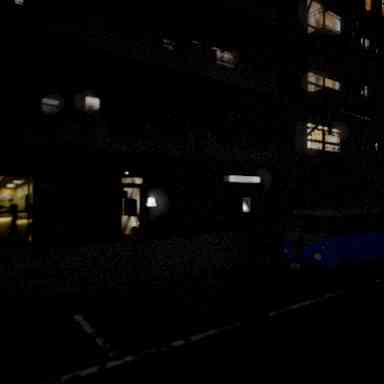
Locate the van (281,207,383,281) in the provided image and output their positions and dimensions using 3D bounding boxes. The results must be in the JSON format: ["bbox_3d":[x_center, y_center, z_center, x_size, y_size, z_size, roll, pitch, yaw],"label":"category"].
[{"bbox_3d":[4.339,1.354,9.650,3.998,1.788,1.690,0,0,-36],"label":"van"}]
